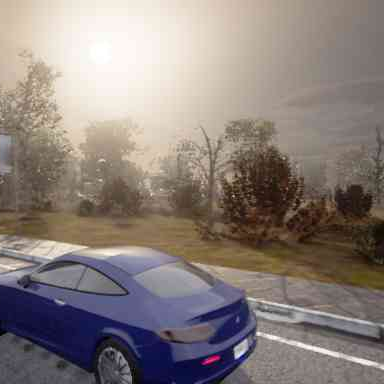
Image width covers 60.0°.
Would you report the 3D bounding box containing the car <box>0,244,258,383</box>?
[{"bbox_3d":[-1.339,1.526,4.949,4.674,1.442,1.812,0,0,35],"label":"car"}]
